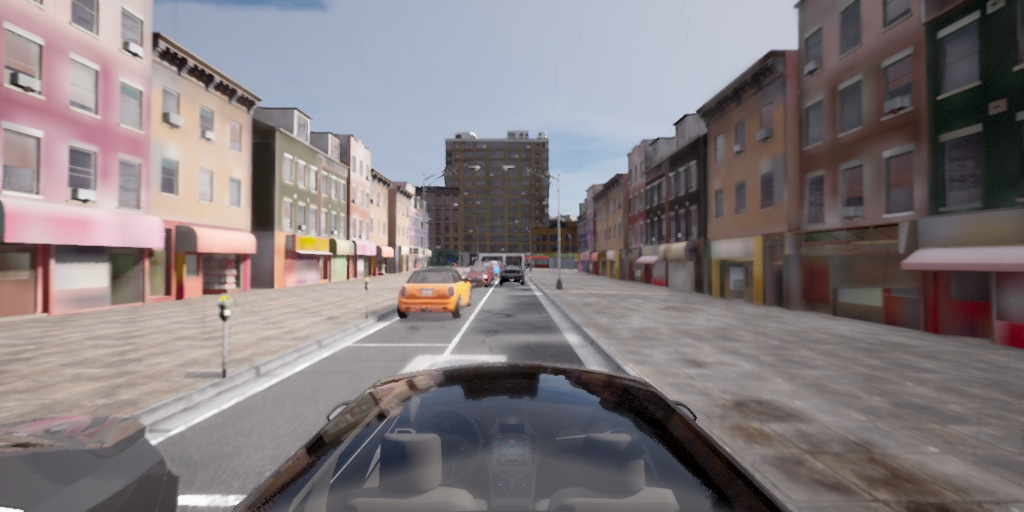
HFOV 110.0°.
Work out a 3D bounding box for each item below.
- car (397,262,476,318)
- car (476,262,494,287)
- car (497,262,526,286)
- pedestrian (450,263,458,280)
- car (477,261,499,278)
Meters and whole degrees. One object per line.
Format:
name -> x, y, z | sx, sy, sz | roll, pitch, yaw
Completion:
car -> -2.754, 1.237, 13.750 | 2.097, 1.767, 4.553 | 0, -1, 0
car -> -2.645, 1.480, 27.309 | 1.967, 1.591, 4.097 | 0, 0, 0
car -> -0.006, 1.470, 28.410 | 1.837, 1.490, 4.892 | 0, -1, 0
pedestrian -> -2.733, 1.212, 16.559 | 0.375, 1.860, 0.375 | 0, -1, 0
car -> -2.647, 1.415, 32.753 | 2.192, 1.841, 5.009 | 0, 0, 0
